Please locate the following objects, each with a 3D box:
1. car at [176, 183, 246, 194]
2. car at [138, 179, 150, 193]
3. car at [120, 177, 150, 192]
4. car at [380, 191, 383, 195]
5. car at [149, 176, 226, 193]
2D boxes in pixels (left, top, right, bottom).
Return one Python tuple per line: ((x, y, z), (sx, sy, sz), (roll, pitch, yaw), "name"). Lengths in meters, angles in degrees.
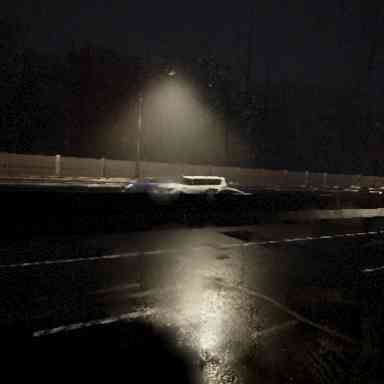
((1.631, 0.401, 21.000), (4.674, 1.442, 1.812), (1, 4, -31), "car")
((-1.802, -0.066, 27.086), (4.181, 1.385, 1.994), (1, 4, -31), "car")
((-4.046, -0.538, 29.788), (4.553, 1.767, 2.097), (1, 4, -31), "car")
((30.835, 0.103, 50.985), (4.892, 1.490, 1.837), (1, 4, -31), "car")
((0.091, -0.153, 24.123), (5.566, 2.045, 2.150), (1, 4, -31), "car")
